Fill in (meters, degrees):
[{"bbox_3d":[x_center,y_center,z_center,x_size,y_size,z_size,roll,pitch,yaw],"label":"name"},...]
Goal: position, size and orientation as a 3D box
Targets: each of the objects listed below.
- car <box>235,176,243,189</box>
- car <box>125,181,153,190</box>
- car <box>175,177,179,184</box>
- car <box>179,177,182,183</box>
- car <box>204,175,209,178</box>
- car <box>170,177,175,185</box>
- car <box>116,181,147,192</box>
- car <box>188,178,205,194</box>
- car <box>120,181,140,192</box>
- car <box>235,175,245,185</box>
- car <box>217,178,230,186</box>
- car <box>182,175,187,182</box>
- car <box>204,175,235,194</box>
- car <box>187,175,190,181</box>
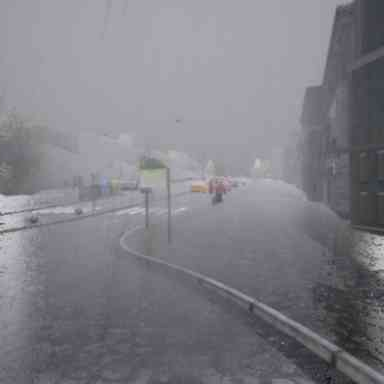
[{"bbox_3d":[6.609,-1.372,54.417,2.128,1.511,4.902,-1,4,14],"label":"car"},{"bbox_3d":[-9.478,-1.179,59.606,4.674,1.452,2.002,-3,4,-5],"label":"car"},{"bbox_3d":[-6.109,-2.311,73.934,4.892,1.521,2.231,-3,4,-8],"label":"car"},{"bbox_3d":[-5.514,-2.524,76.825,4.892,1.521,2.231,-3,4,-8],"label":"car"},{"bbox_3d":[3.967,-1.548,56.174,2.097,1.767,4.553,-1,4,15],"label":"car"},{"bbox_3d":[-6.728,-2.096,71.051,4.892,1.521,2.231,-3,4,-7],"label":"car"},{"bbox_3d":[-10.224,-0.995,56.749,4.892,1.521,2.231,-3,4,-4],"label":"car"},{"bbox_3d":[1.187,-0.646,46.151,1.882,1.535,5.008,-1,4,17],"label":"car"},{"bbox_3d":[-11.041,-0.739,53.908,4.792,1.488,2.163,-3,4,-4],"label":"car"},{"bbox_3d":[9.061,-2.365,64.205,2.150,2.045,5.566,-1,4,13],"label":"car"},{"bbox_3d":[6.237,-2.033,65.292,2.033,1.411,5.357,-1,4,13],"label":"car"},{"bbox_3d":[-4.409,-2.944,82.619,5.008,1.535,2.097,-3,3,-9],"label":"car"},{"bbox_3d":[3.765,-0.864,44.313,2.150,2.045,5.566,-1,4,17],"label":"car"},{"bbox_3d":[-3.864,-3.150,85.523,5.008,1.535,2.097,-3,3,-9],"label":"car"}]
